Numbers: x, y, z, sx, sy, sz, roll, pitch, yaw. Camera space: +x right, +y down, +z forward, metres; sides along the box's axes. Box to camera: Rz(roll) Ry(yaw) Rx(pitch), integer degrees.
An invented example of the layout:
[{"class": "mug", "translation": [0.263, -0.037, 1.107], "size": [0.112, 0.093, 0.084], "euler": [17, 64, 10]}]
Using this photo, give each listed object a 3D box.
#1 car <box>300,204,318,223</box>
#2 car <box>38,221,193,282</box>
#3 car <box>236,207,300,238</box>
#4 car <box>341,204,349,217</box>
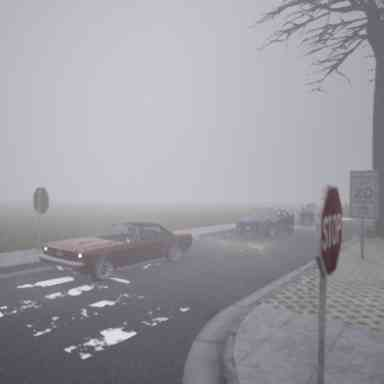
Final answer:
[{"class": "car", "translation": [10.460, 1.763, 27.846], "size": [1.882, 1.535, 5.008], "euler": [1, 0, 35]}, {"class": "car", "translation": [-2.037, 1.608, 10.083], "size": [1.895, 1.301, 4.718], "euler": [1, 0, 35]}, {"class": "car", "translation": [4.320, 1.626, 19.138], "size": [1.882, 1.535, 5.008], "euler": [1, 0, 35]}, {"class": "car", "translation": [16.256, 1.976, 36.038], "size": [1.994, 1.385, 4.181], "euler": [1, 0, 36]}]
